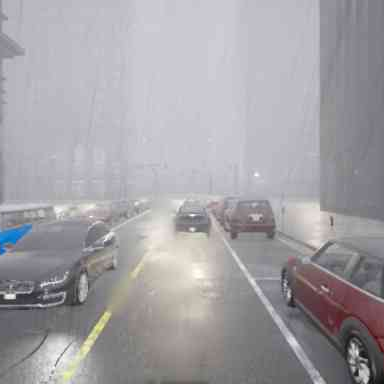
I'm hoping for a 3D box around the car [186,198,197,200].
[{"bbox_3d":[-0.047,1.347,35.514,1.994,1.385,4.181,0,0,0],"label":"car"}]

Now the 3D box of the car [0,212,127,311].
[{"bbox_3d":[-3.034,1.467,7.959,1.837,1.490,4.892,0,0,0],"label":"car"}]

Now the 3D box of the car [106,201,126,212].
[{"bbox_3d":[-5.852,1.471,22.007,1.802,1.307,4.206,-1,0,0],"label":"car"}]

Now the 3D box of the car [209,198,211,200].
[{"bbox_3d":[2.651,1.382,27.678,1.947,1.339,4.313,-1,0,0],"label":"car"}]

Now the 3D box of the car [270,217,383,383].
[{"bbox_3d":[2.735,1.393,5.133,1.967,1.590,4.097,-1,0,0],"label":"car"}]

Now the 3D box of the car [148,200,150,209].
[{"bbox_3d":[-5.917,1.342,38.916,2.008,1.369,4.403,-1,0,0],"label":"car"}]

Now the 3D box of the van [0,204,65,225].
[{"bbox_3d":[-5.812,1.299,10.732,1.690,1.788,3.998,-1,0,0],"label":"van"}]

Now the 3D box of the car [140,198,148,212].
[{"bbox_3d":[-5.896,1.389,33.279,1.947,1.339,4.313,-1,0,0],"label":"car"}]

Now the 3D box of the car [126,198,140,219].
[{"bbox_3d":[-5.874,1.422,27.643,1.947,1.339,4.313,-1,0,0],"label":"car"}]

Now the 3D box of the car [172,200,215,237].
[{"bbox_3d":[0.015,1.396,17.411,1.837,1.490,4.892,0,1,0],"label":"car"}]

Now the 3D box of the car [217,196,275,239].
[{"bbox_3d":[2.691,1.198,16.403,2.192,1.841,5.009,-1,0,0],"label":"car"}]

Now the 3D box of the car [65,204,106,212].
[{"bbox_3d":[-5.831,1.449,16.200,1.752,1.417,4.829,-1,0,0],"label":"car"}]

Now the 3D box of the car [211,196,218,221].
[{"bbox_3d":[2.670,1.164,22.040,2.192,1.841,5.009,-1,0,0],"label":"car"}]

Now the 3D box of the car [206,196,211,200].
[{"bbox_3d":[2.607,1.191,38.949,1.967,1.590,4.097,-1,0,0],"label":"car"}]
